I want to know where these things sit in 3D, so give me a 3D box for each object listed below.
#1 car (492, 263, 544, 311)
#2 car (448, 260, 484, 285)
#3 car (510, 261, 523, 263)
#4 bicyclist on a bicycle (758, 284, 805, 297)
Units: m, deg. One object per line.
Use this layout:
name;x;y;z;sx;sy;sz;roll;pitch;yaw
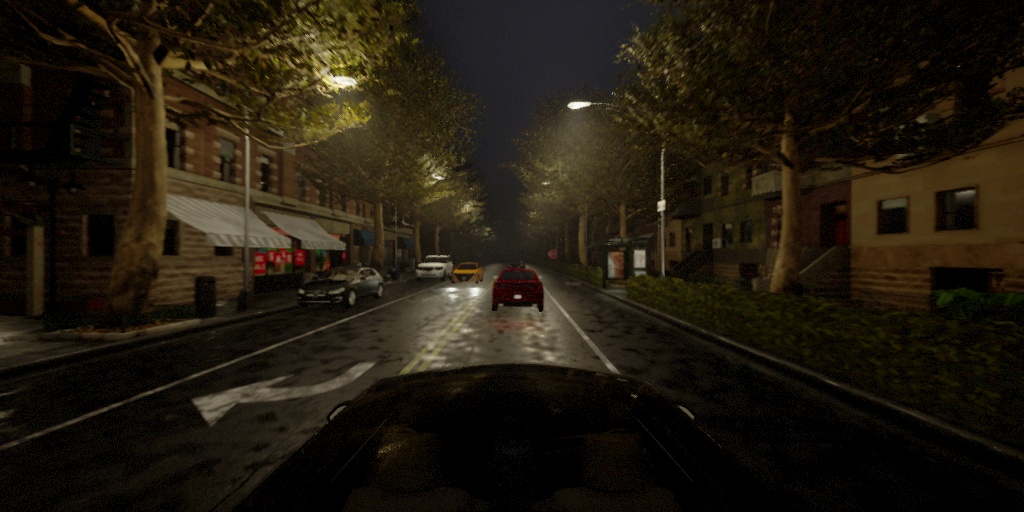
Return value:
car;0.231;1.229;14.618;1.882;1.535;5.008;0;0;1
car;-3.221;1.219;26.760;1.882;1.535;5.008;0;0;1
car;0.500;1.245;38.949;2.128;1.511;4.902;0;0;1
bicyclist on a bicycle;7.705;1.104;10.340;1.620;0.582;1.656;-38;11;-17
